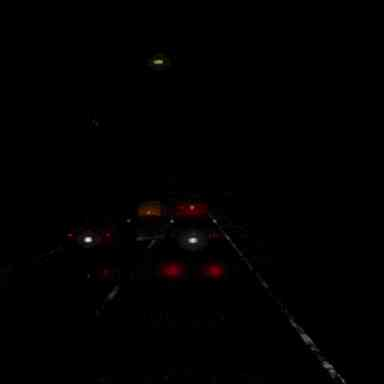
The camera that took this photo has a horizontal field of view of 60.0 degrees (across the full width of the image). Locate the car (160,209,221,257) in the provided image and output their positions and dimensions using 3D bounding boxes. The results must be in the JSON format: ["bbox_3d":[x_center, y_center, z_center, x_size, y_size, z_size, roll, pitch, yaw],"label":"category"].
[{"bbox_3d":[0.051,1.564,12.970,1.994,1.385,4.181,0,0,1],"label":"car"}]

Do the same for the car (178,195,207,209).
[{"bbox_3d":[0.047,1.223,26.789,2.150,2.045,5.566,0,0,1],"label":"car"}]

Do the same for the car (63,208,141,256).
[{"bbox_3d":[-3.445,1.565,13.099,1.994,1.385,4.181,0,0,0],"label":"car"}]

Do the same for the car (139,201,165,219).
[{"bbox_3d":[-3.435,1.477,29.015,1.882,1.535,5.008,0,0,0],"label":"car"}]
